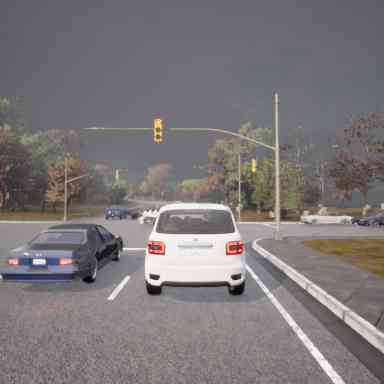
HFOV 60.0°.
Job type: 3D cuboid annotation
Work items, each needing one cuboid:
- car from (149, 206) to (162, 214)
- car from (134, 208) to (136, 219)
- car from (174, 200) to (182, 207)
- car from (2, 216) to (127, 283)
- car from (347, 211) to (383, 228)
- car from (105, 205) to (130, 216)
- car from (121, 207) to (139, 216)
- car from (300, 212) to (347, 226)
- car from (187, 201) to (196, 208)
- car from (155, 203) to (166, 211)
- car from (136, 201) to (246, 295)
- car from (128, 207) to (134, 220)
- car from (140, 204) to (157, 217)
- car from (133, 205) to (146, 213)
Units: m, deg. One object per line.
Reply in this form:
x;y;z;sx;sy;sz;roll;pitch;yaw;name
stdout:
-7.078;3.466;65.160;1.895;1.301;4.718;0;0;0;car
-1.851;2.057;29.100;5.566;2.045;2.150;0;-3;1;car
-3.644;3.073;87.359;1.882;1.535;5.008;0;0;-3;car
-3.423;1.662;9.949;2.033;1.411;5.357;0;-1;0;car
17.001;2.387;29.227;5.357;1.411;2.033;0;-3;-2;car
-10.635;2.798;47.068;2.150;2.045;5.566;0;-2;-2;car
-10.611;3.356;57.361;2.033;1.411;5.357;0;-1;1;car
13.139;2.590;32.579;4.718;1.301;1.895;0;-3;-2;car
-0.156;3.267;87.561;1.837;1.490;4.892;0;0;-3;car
-7.043;3.363;75.857;2.033;1.411;5.357;0;0;0;car
0.078;1.318;9.096;2.150;2.045;5.566;0;-1;0;car
-7.113;3.133;45.710;1.895;1.301;4.718;0;-2;-1;car
-7.122;2.995;55.238;2.150;2.045;5.566;0;-1;0;car
-10.549;3.465;67.644;1.895;1.301;4.718;0;0;0;car
